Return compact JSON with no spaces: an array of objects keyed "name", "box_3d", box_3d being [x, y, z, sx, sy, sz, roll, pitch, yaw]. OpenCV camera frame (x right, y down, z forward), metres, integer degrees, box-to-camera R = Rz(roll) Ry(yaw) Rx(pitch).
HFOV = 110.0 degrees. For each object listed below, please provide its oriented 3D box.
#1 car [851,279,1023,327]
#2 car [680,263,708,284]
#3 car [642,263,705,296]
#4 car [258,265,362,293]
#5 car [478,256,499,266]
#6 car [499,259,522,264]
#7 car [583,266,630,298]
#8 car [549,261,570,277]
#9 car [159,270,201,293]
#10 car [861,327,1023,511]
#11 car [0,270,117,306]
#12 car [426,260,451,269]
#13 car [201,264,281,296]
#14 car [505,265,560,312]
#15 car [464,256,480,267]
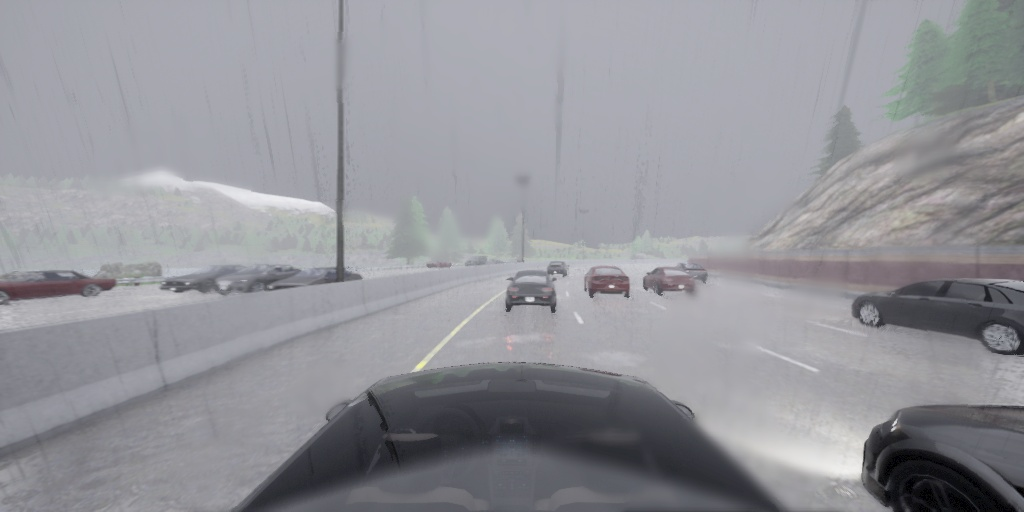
[{"name":"car","box_3d":[10.901,1.289,8.617,1.837,1.490,4.892,0,0,3]},{"name":"car","box_3d":[13.424,1.285,27.531,2.128,1.511,4.902,0,0,11]},{"name":"car","box_3d":[8.462,1.303,19.504,1.812,1.442,4.674,0,0,7]},{"name":"car","box_3d":[-9.559,1.271,18.051,2.033,1.411,5.357,0,0,6]},{"name":"car","box_3d":[-3.085,1.240,58.108,2.128,1.511,4.902,0,0,22]},{"name":"car","box_3d":[0.231,1.235,56.961,1.882,1.535,5.008,0,0,22]},{"name":"car","box_3d":[4.861,1.244,18.831,1.882,1.535,5.008,0,0,7]},{"name":"car","box_3d":[4.657,1.273,36.105,1.837,1.490,4.892,0,0,14]},{"name":"car","box_3d":[-16.338,1.251,20.249,2.033,1.411,5.357,0,0,7]},{"name":"car","box_3d":[3.690,1.325,0.986,1.994,1.385,4.181,0,0,0]},{"name":"car","box_3d":[-20.377,1.291,15.264,1.895,1.301,4.718,0,0,5]},{"name":"car","box_3d":[-11.423,1.323,55.844,1.895,1.301,4.718,0,0,20]},{"name":"car","box_3d":[-12.936,1.205,18.906,2.128,1.511,4.902,0,0,7]},{"name":"car","box_3d":[0.808,1.280,14.262,1.812,1.442,4.674,0,0,5]},{"name":"car","box_3d":[-5.898,0.960,60.508,2.150,2.045,5.566,0,0,22]}]
